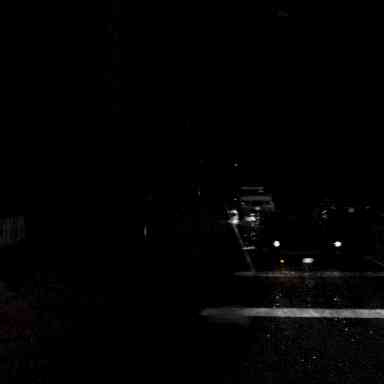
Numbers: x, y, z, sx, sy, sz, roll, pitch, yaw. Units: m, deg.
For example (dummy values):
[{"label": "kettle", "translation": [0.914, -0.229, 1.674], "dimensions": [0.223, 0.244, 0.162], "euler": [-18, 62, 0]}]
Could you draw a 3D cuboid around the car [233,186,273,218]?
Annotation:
[{"label": "car", "translation": [4.298, 0.628, 23.501], "dimensions": [2.150, 2.045, 5.566], "euler": [-1, 1, 4]}]

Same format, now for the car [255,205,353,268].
[{"label": "car", "translation": [3.129, 1.312, 10.313], "dimensions": [1.895, 1.301, 4.718], "euler": [-1, 1, 8]}]

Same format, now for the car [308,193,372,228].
[{"label": "car", "translation": [7.586, 0.826, 17.647], "dimensions": [2.097, 1.767, 4.553], "euler": [-1, 1, 4]}]
